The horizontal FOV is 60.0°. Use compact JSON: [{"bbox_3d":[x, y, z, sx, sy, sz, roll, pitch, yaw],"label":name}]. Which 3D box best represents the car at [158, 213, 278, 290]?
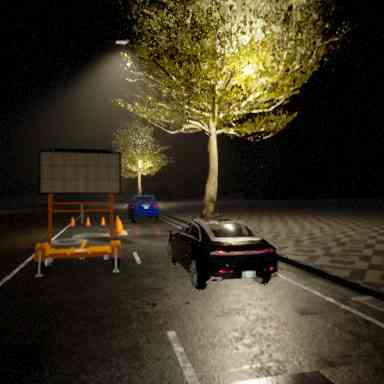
[{"bbox_3d":[0.572,1.486,9.237,2.128,1.511,4.902,0,0,-14],"label":"car"}]

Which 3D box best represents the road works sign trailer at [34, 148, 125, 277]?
[{"bbox_3d":[-3.454,0.463,10.443,2.380,3.560,2.880,0,0,-14],"label":"road works sign trailer"}]

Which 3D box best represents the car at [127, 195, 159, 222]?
[{"bbox_3d":[-4.099,1.284,27.539,2.150,2.045,5.566,0,0,-14],"label":"car"}]
